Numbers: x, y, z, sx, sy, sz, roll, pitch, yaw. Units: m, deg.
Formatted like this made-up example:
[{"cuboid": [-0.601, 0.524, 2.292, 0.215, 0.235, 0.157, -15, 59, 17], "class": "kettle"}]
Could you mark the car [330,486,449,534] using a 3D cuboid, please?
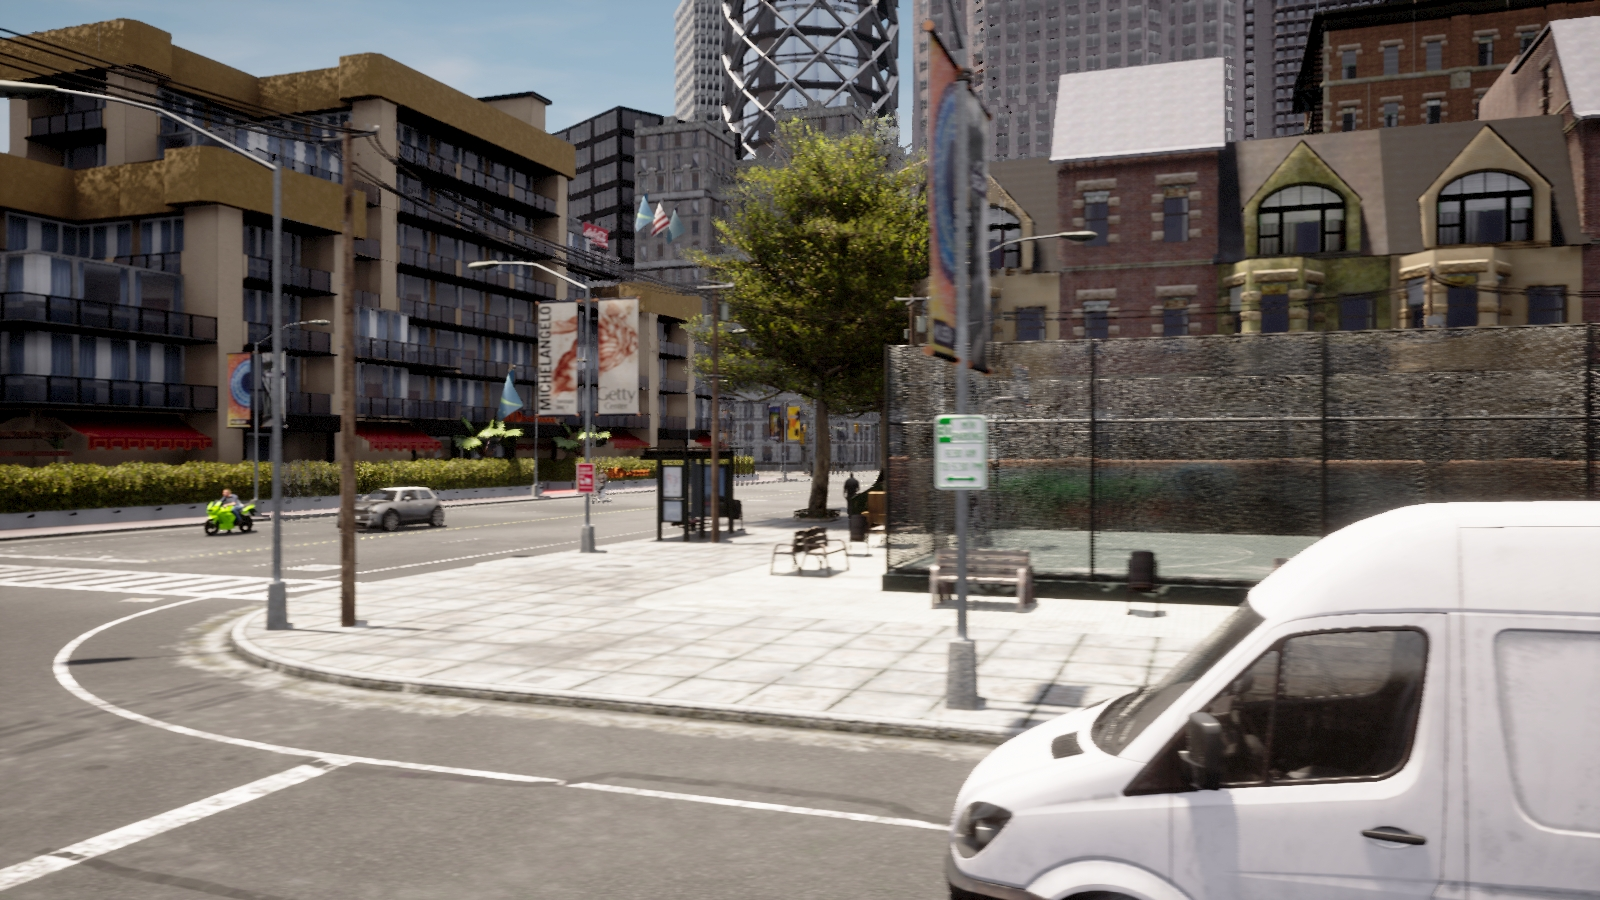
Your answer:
[{"cuboid": [-14.332, 2.064, 40.106, 1.970, 1.475, 3.806, 0, 0, 19], "class": "car"}]

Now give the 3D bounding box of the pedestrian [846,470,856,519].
[{"cuboid": [1.949, 1.696, 43.786, 0.375, 1.860, 0.375, 0, 0, 6], "class": "pedestrian"}]

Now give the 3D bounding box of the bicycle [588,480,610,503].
[{"cuboid": [-10.679, 2.210, 60.751, 0.329, 1.171, 1.835, 0, 0, 20], "class": "bicycle"}]

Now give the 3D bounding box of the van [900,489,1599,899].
[{"cuboid": [3.596, 1.534, 5.306, 5.915, 2.561, 1.988, 0, 0, 25], "class": "van"}]

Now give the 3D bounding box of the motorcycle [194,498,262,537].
[{"cuboid": [-18.889, 2.213, 37.782, 0.803, 1.145, 2.033, 0, 0, 19], "class": "motorcycle"}]
